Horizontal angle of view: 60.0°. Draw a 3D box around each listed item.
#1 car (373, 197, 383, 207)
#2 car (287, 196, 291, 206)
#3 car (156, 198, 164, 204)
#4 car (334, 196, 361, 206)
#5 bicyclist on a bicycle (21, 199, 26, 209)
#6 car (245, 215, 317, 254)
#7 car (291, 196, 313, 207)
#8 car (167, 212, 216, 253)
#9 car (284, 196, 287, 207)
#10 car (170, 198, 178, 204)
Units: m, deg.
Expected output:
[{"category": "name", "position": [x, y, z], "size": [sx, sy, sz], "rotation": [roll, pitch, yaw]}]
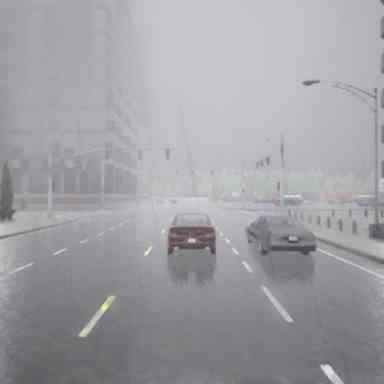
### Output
[{"category": "car", "position": [39.381, 2.077, 66.766], "size": [3.806, 1.475, 1.970], "rotation": [0, -1, 0]}, {"category": "car", "position": [24.228, 2.126, 75.338], "size": [3.905, 1.438, 1.784], "rotation": [0, -1, 0]}, {"category": "car", "position": [-8.230, 2.333, 86.198], "size": [2.128, 1.511, 4.902], "rotation": [0, -1, -1]}, {"category": "car", "position": [39.189, 1.993, 83.664], "size": [4.605, 1.855, 1.932], "rotation": [0, -1, 0]}, {"category": "bicyclist on a bicycle", "position": [-26.032, 1.838, 51.314], "size": [0.582, 1.620, 1.656], "rotation": [0, 0, -1]}, {"category": "car", "position": [3.493, 1.680, 13.993], "size": [2.033, 1.411, 5.357], "rotation": [0, -1, 0]}, {"category": "car", "position": [24.245, 2.130, 72.443], "size": [3.806, 1.475, 1.970], "rotation": [0, -1, 0]}, {"category": "car", "position": [-0.006, 1.615, 14.498], "size": [1.882, 1.535, 5.008], "rotation": [0, 0, 0]}, {"category": "car", "position": [24.161, 1.940, 78.023], "size": [4.605, 1.855, 1.932], "rotation": [0, -1, 0]}, {"category": "car", "position": [-4.730, 2.286, 86.244], "size": [1.882, 1.535, 5.008], "rotation": [0, -1, -1]}]
